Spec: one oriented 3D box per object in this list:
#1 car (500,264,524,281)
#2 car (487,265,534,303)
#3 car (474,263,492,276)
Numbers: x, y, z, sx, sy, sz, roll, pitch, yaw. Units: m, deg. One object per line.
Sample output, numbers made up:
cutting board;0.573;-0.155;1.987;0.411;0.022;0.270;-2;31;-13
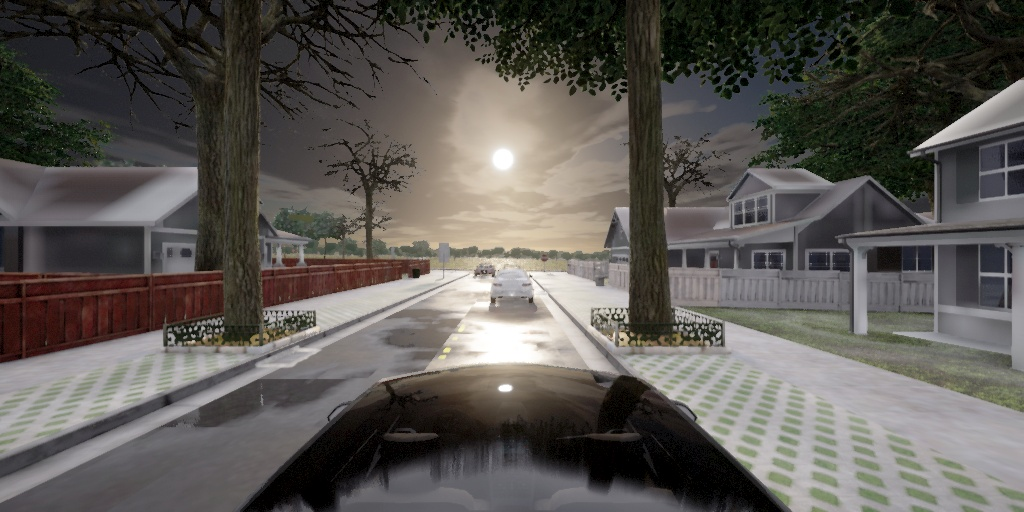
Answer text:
car;0.000;1.420;31.532;1.895;1.301;4.718;0;0;0
car;0.000;1.298;16.501;1.812;1.442;4.674;0;0;0
car;-2.750;1.421;37.502;1.994;1.385;4.181;0;0;0
